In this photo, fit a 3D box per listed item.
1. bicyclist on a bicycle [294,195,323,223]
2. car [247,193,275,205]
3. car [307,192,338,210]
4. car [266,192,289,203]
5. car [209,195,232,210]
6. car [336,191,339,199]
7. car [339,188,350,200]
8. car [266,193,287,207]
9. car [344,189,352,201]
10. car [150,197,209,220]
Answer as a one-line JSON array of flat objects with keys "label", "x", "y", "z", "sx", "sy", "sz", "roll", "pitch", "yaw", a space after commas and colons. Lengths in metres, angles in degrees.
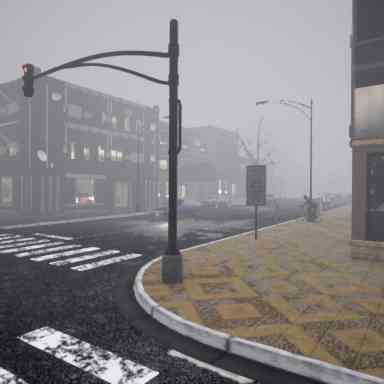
[{"label": "bicyclist on a bicycle", "x": 6.821, "y": 1.003, "z": 19.567, "sx": 1.656, "sy": 1.620, "sz": 0.582, "roll": 0, "pitch": 1, "yaw": 35}, {"label": "car", "x": 8.917, "y": 0.821, "z": 42.589, "sx": 1.887, "sy": 1.381, "sz": 4.507, "roll": 2, "pitch": 2, "yaw": 35}, {"label": "car", "x": 12.701, "y": 0.993, "z": 33.035, "sx": 2.008, "sy": 1.369, "sz": 4.403, "roll": 2, "pitch": 2, "yaw": 35}, {"label": "car", "x": 12.158, "y": 0.766, "z": 47.209, "sx": 1.802, "sy": 1.307, "sz": 4.206, "roll": 2, "pitch": 2, "yaw": 35}, {"label": "car", "x": 2.440, "y": 1.011, "z": 33.345, "sx": 2.008, "sy": 1.369, "sz": 4.403, "roll": 2, "pitch": 2, "yaw": 35}, {"label": "car", "x": 18.587, "y": 0.788, "z": 46.281, "sx": 1.895, "sy": 1.301, "sz": 4.718, "roll": 1, "pitch": 1, "yaw": 35}, {"label": "car", "x": 24.271, "y": 0.571, "z": 54.515, "sx": 2.033, "sy": 1.411, "sz": 5.357, "roll": 1, "pitch": 1, "yaw": 36}, {"label": "car", "x": 8.781, "y": 0.843, "z": 37.727, "sx": 1.882, "sy": 1.535, "sz": 5.008, "roll": 1, "pitch": 1, "yaw": 35}, {"label": "car", "x": 25.469, "y": 0.618, "z": 51.649, "sx": 1.887, "sy": 1.381, "sz": 4.507, "roll": 2, "pitch": 2, "yaw": 35}, {"label": "car", "x": -0.956, "y": 1.171, "z": 23.682, "sx": 1.812, "sy": 1.442, "sz": 4.674, "roll": 1, "pitch": 1, "yaw": 35}]
